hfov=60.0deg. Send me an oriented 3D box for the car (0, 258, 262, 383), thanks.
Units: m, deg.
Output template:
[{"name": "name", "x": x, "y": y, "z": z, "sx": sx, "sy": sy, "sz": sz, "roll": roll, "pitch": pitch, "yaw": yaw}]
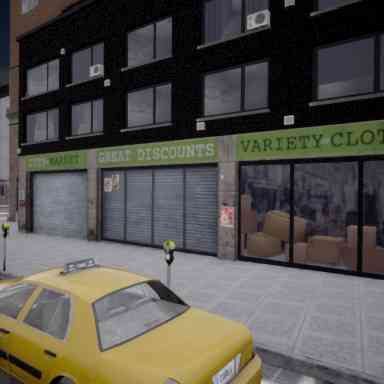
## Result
[{"name": "car", "x": -1.579, "y": 1.524, "z": 4.217, "sx": 4.829, "sy": 1.417, "sz": 1.752, "roll": 0, "pitch": 1, "yaw": 35}]
